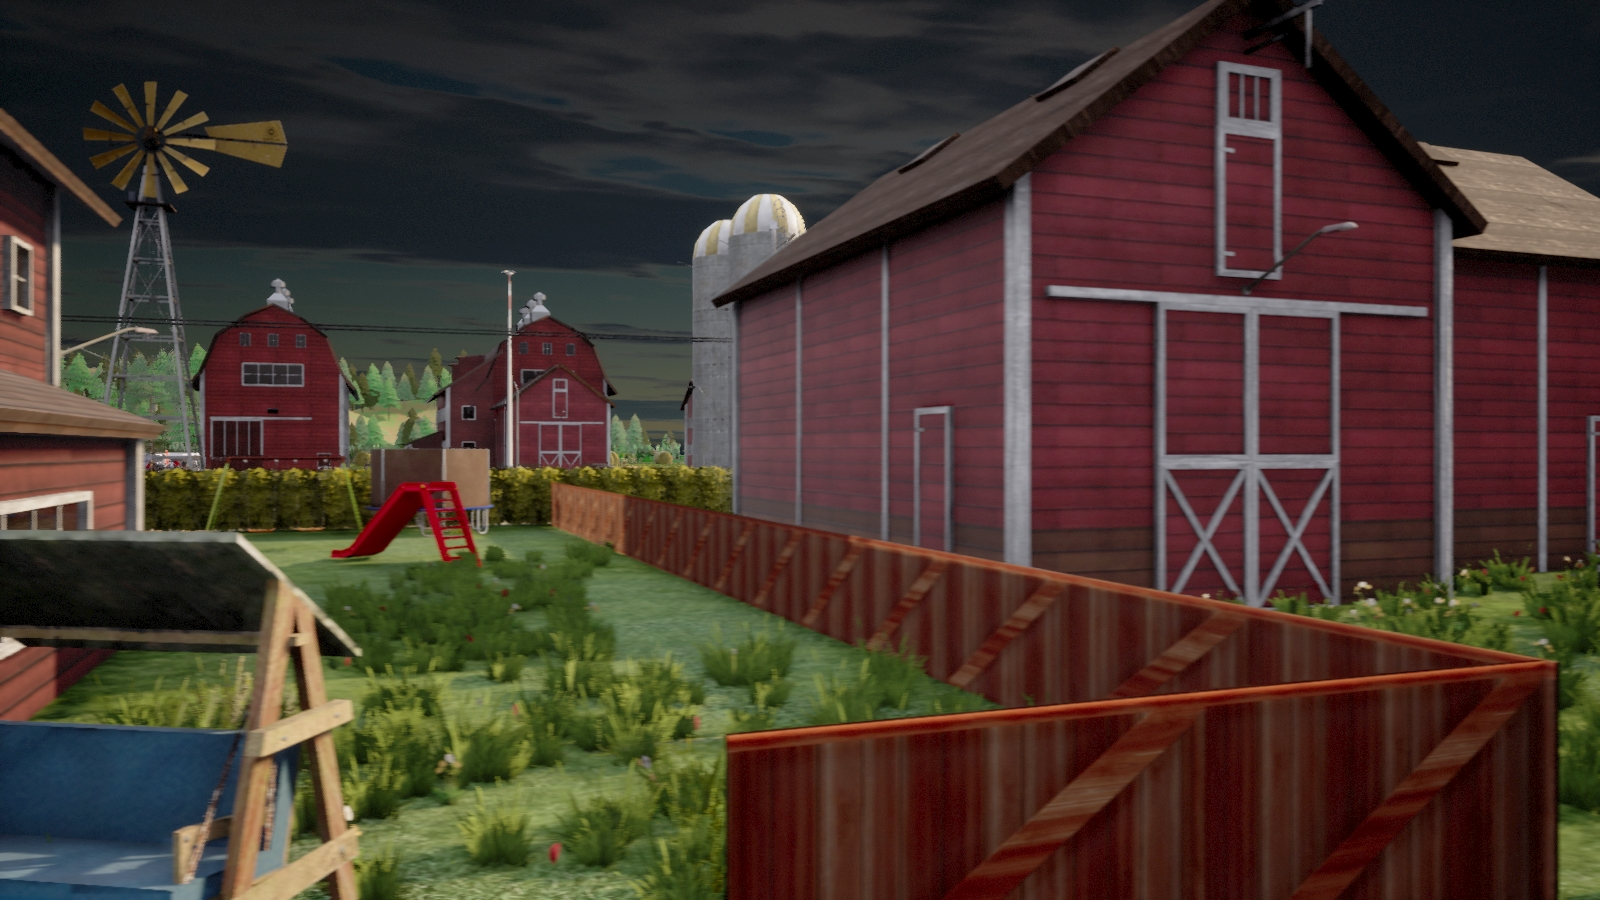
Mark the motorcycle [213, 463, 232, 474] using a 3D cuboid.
[{"bbox_3d":[-66.863,2.141,132.267,1.805,1.316,0.856,0,-1,-19],"label":"motorcycle"}]
